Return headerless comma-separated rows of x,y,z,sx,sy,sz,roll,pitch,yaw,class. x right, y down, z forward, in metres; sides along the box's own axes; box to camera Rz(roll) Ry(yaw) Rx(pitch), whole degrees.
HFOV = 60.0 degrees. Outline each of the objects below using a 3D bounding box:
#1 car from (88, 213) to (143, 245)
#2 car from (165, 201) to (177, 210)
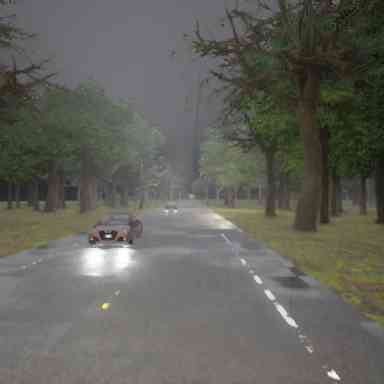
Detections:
-3.600,1.727,16.296,1.994,1.385,4.181,0,-1,0,car
-3.558,2.373,57.559,1.812,1.442,4.674,0,-1,0,car
